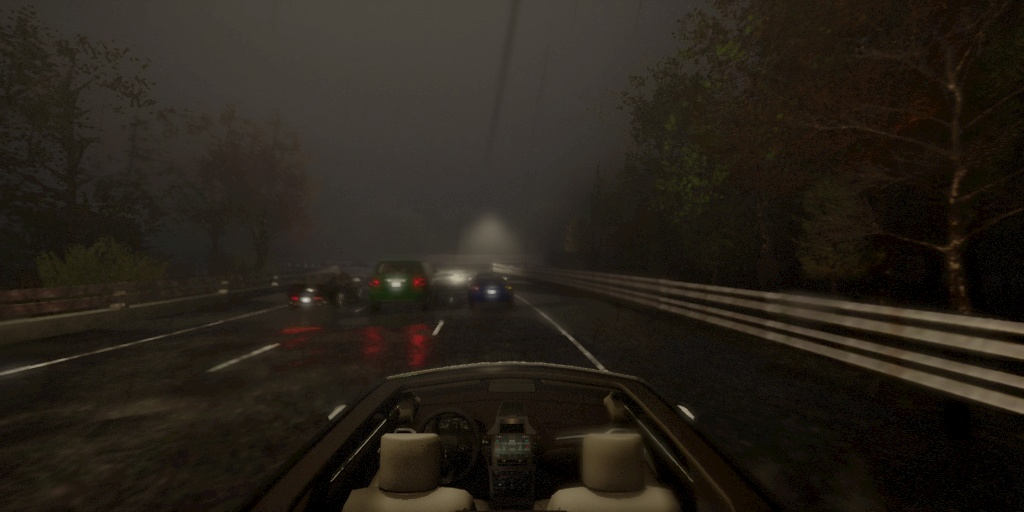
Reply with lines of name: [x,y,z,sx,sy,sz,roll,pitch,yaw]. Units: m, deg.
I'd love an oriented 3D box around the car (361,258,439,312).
car: [-4.433,1.124,15.363,2.150,2.045,5.566,0,0,-7]

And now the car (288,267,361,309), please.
car: [-8.033,1.415,15.861,1.837,1.490,4.892,0,0,-8]

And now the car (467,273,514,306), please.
car: [-1.093,1.475,16.765,1.994,1.385,4.181,0,-1,-8]
